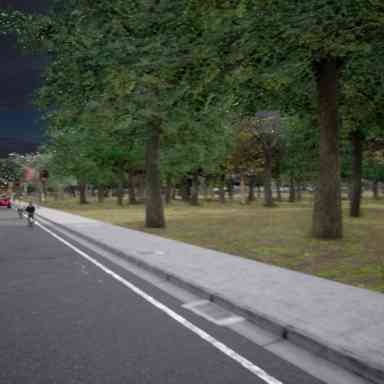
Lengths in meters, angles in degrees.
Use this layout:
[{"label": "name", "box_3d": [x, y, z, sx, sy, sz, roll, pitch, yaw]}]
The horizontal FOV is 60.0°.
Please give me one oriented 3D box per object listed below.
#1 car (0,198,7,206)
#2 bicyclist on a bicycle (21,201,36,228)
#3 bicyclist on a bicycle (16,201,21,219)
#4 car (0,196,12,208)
[{"label": "car", "box_3d": [-36.879, 1.948, 64.245, 1.882, 1.535, 5.008, -1, 0, -31]}, {"label": "bicyclist on a bicycle", "box_3d": [-10.583, 1.500, 21.833, 0.659, 1.776, 1.843, -1, 1, -31]}, {"label": "bicyclist on a bicycle", "box_3d": [-15.409, 1.628, 29.976, 0.866, 1.612, 1.509, -1, 0, -31]}, {"label": "car", "box_3d": [-30.397, 1.609, 53.556, 2.150, 2.045, 5.566, -1, 0, -31]}]
